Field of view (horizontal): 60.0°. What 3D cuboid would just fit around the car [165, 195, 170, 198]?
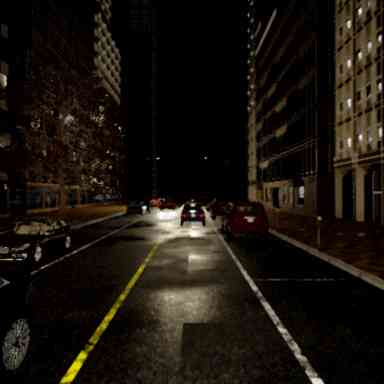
[{"bbox_3d":[-5.769,1.808,63.133,2.008,1.369,4.403,0,0,0],"label":"car"}]

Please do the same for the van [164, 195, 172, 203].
[{"bbox_3d":[-5.790,1.658,80.211,1.690,1.788,3.998,0,0,0],"label":"van"}]

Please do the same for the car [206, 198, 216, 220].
[{"bbox_3d":[2.657,1.442,28.980,2.192,1.841,5.009,0,0,0],"label":"car"}]

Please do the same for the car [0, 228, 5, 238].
[{"bbox_3d":[-5.695,1.554,6.040,1.752,1.417,4.829,0,0,0],"label":"car"}]

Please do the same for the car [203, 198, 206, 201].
[{"bbox_3d":[2.641,1.699,40.533,1.752,1.417,4.829,0,0,0],"label":"car"}]

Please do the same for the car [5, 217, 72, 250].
[{"bbox_3d":[-5.703,1.605,11.903,2.008,1.369,4.403,0,0,0],"label":"car"}]

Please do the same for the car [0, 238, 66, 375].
[{"bbox_3d":[-3.103,1.505,2.815,2.128,1.511,4.902,0,0,0],"label":"car"}]

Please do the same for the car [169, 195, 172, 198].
[{"bbox_3d":[-5.784,1.842,74.518,1.887,1.381,4.507,0,0,0],"label":"car"}]

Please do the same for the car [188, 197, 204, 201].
[{"bbox_3d":[0.046,1.726,41.935,2.033,1.411,5.357,0,0,0],"label":"car"}]

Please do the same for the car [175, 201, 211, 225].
[{"bbox_3d":[0.067,1.658,25.111,2.033,1.411,5.357,0,0,0],"label":"car"}]

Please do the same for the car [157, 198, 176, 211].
[{"bbox_3d":[-3.149,1.785,43.216,1.895,1.301,4.718,0,0,0],"label":"car"}]

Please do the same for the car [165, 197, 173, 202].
[{"bbox_3d":[-5.798,1.918,85.902,1.802,1.307,4.206,0,0,0],"label":"car"}]

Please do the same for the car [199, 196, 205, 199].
[{"bbox_3d":[2.604,1.843,68.824,1.947,1.339,4.313,0,0,0],"label":"car"}]

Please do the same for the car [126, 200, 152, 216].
[{"bbox_3d":[-5.732,1.702,34.672,2.008,1.369,4.403,0,0,0],"label":"car"}]

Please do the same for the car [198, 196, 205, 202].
[{"bbox_3d":[2.576,1.794,91.591,1.967,1.590,4.097,0,0,0],"label":"car"}]

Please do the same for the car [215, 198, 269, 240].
[{"bbox_3d":[2.672,1.394,17.596,2.192,1.841,5.009,0,0,0],"label":"car"}]

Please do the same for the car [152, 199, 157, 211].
[{"bbox_3d":[-5.740,1.739,40.365,1.947,1.339,4.313,0,0,0],"label":"car"}]
